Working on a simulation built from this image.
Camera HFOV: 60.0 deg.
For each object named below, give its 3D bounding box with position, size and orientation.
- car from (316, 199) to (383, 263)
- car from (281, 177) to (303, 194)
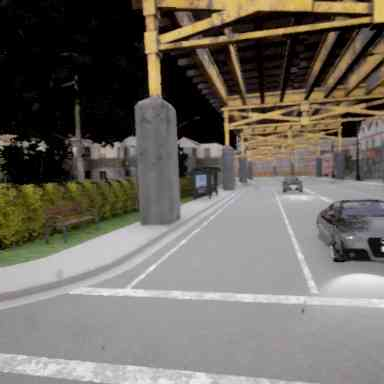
[{"bbox_3d":[4.569,0.897,8.930,1.994,1.385,4.181,-2,3,13],"label":"car"},{"bbox_3d":[10.216,-0.763,34.143,2.128,1.511,4.902,-2,3,13],"label":"car"}]
